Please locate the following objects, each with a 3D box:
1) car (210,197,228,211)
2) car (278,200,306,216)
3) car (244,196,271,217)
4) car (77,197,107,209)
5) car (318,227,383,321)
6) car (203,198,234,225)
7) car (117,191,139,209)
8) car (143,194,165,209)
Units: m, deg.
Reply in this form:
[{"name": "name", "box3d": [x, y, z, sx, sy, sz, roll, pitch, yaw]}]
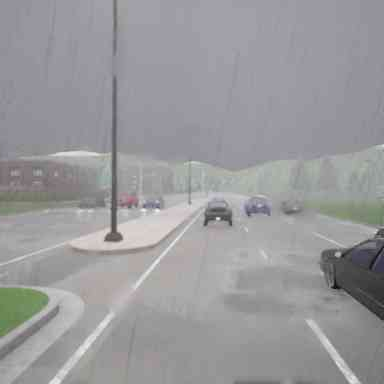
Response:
[{"name": "car", "box3d": [3.183, 1.389, 39.394, 2.033, 1.411, 5.357, 0, 0, 5]}, {"name": "car", "box3d": [9.614, 1.484, 32.311, 1.994, 1.385, 4.181, 0, 0, 5]}, {"name": "car", "box3d": [5.974, 1.253, 30.753, 2.097, 1.767, 4.553, 0, 0, 5]}, {"name": "car", "box3d": [-11.935, 1.278, 40.085, 2.033, 1.411, 5.357, 0, 0, 5]}, {"name": "car", "box3d": [3.958, 1.548, 5.972, 2.033, 1.411, 5.357, 0, 0, 4]}, {"name": "car", "box3d": [1.826, 1.410, 23.115, 1.837, 1.490, 4.892, 0, 0, 5]}, {"name": "car", "box3d": [-8.252, 0.955, 41.832, 2.150, 2.045, 5.566, 0, 0, 5]}, {"name": "car", "box3d": [-4.744, 1.127, 41.778, 2.097, 1.767, 4.553, 0, 0, 5]}]
